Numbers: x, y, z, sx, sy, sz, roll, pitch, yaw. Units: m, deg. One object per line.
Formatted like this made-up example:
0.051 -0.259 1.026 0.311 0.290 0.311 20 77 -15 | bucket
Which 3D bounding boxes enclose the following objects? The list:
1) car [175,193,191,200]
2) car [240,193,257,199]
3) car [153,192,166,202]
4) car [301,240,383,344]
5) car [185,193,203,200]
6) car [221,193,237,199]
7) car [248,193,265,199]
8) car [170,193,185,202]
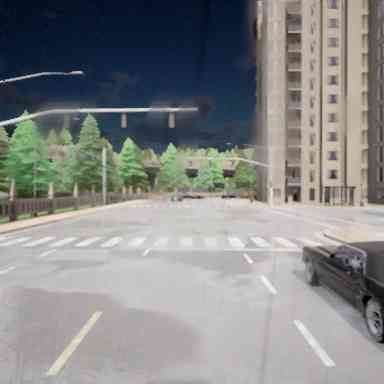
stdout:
-2.112 1.035 80.449 1.837 1.490 4.892 0 0 26 | car
14.317 1.003 84.020 5.008 1.535 1.882 0 0 -37 | car
-6.323 0.975 64.622 2.097 1.767 4.553 0 0 2 | car
3.616 1.566 6.271 1.895 1.301 4.718 0 0 1 | car
0.762 1.144 78.392 1.895 1.301 4.718 0 0 26 | car
9.306 1.045 84.255 4.674 1.442 1.812 0 0 -41 | car
17.457 1.045 90.041 4.181 1.385 1.994 0 0 -23 | car
-2.944 1.129 62.527 2.128 1.511 4.902 0 0 2 | car
